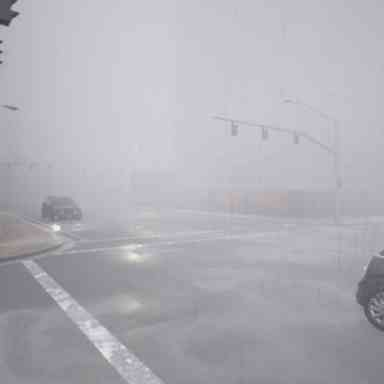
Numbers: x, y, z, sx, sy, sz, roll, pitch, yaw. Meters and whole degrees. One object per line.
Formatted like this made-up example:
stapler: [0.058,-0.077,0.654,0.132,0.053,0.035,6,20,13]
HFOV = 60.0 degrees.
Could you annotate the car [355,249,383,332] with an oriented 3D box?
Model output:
car: [4.876,1.385,4.616,2.097,1.767,4.553,0,0,-35]

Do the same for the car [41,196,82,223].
car: [-10.656,1.373,26.920,2.150,2.045,5.566,0,1,-35]
